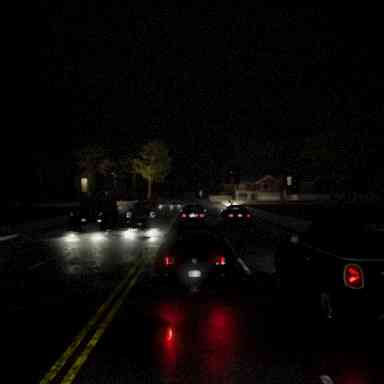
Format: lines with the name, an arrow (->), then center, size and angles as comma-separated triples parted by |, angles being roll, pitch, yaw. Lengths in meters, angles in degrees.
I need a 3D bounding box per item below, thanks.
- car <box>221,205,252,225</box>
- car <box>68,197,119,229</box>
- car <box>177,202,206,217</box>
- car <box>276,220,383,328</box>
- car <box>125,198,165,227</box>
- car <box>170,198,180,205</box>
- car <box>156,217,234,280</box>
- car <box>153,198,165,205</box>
car -> 3.330, 1.697, 25.571 | 2.033, 1.411, 5.357 | 0, 0, 0
car -> -6.606, 1.355, 23.017 | 2.150, 2.045, 5.566 | 0, 0, 0
car -> 0.082, 1.696, 25.522 | 2.033, 1.411, 5.357 | 0, 0, 0
car -> 3.314, 1.394, 7.245 | 2.097, 1.767, 4.553 | 0, 0, 0
car -> -3.356, 1.489, 23.623 | 2.097, 1.767, 4.553 | 0, 0, 0
car -> -3.267, 1.918, 66.404 | 1.812, 1.442, 4.674 | 0, 0, 0
car -> 0.077, 1.660, 10.067 | 1.895, 1.301, 4.718 | 0, 0, 0
car -> -6.516, 1.908, 66.333 | 1.994, 1.385, 4.181 | 0, 0, 0
